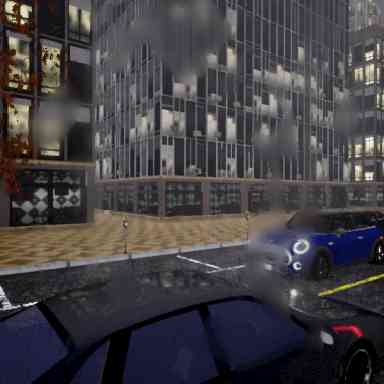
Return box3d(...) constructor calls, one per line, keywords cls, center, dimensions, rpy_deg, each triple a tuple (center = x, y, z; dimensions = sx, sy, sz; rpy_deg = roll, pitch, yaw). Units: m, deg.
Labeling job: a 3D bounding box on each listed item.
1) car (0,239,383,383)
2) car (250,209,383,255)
box3d(cls="car", center=(-0.132, 1.548, 3.215), dimensions=(5.357, 1.411, 2.033), rpy_deg=(0, 0, -35))
box3d(cls="car", center=(3.763, 1.351, 9.926), dimensions=(4.553, 1.767, 2.097), rpy_deg=(0, 0, -36))
